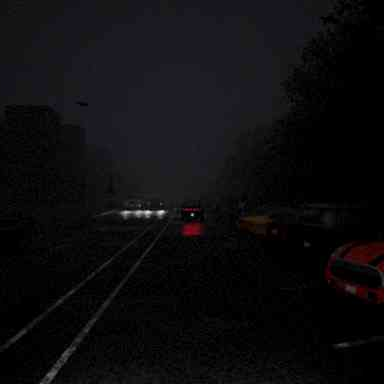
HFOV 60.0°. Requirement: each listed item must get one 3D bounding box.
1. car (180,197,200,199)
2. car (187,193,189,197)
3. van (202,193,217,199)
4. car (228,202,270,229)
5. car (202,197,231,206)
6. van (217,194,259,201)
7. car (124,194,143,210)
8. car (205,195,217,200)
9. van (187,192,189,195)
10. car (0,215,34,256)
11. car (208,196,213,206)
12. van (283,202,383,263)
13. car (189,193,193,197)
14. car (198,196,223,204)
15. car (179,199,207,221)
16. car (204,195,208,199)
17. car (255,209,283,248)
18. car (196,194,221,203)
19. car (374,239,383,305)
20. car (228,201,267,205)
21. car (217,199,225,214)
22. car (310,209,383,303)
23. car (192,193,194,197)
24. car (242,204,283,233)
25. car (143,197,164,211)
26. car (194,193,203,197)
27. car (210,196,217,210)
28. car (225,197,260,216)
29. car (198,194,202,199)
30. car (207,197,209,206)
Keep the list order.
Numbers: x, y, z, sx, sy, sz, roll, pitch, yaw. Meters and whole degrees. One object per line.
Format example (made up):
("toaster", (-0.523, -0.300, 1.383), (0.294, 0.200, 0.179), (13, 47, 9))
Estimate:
("car", (-0.350, 1.647, 42.407), (1.994, 1.385, 4.181), (0, 0, -2))
("car", (2.056, 1.524, 87.546), (5.008, 1.535, 2.097), (1, 0, -26))
("van", (4.422, 1.316, 51.938), (4.442, 1.987, 1.878), (1, 0, -23))
("car", (5.122, 1.561, 19.289), (5.366, 1.575, 1.946), (1, 0, -20))
("car", (4.233, 1.571, 57.920), (4.674, 1.452, 2.002), (1, 0, -23))
("van", (5.233, 1.353, 34.259), (4.442, 1.987, 1.878), (1, 0, -21))
("car", (-7.534, 1.306, 44.190), (2.150, 2.045, 5.566), (0, 0, -2))
("car", (4.749, 1.599, 46.067), (4.674, 1.452, 2.002), (0, 1, -22))
("van", (1.870, 1.304, 90.564), (4.442, 1.987, 1.878), (1, 0, -26))
("car", (-7.036, 1.545, 10.905), (2.128, 1.511, 4.902), (0, 0, 0))
("car", (5.146, 1.571, 40.221), (5.366, 1.575, 1.946), (1, 0, -22))
("van", (5.405, 1.314, 10.505), (4.442, 1.987, 1.878), (1, -1, -20))
("car", (2.573, 1.518, 81.632), (5.008, 1.535, 2.097), (1, 0, -25))
("car", (3.705, 1.559, 66.815), (4.674, 1.452, 2.002), (1, 0, -24))
("car", (-0.001, 1.592, 28.437), (1.837, 1.490, 4.892), (0, -1, -1))
("car", (4.652, 1.591, 49.020), (4.674, 1.452, 2.002), (1, 0, -23))
("car", (5.323, 1.579, 13.433), (4.792, 1.488, 2.163), (1, 0, -20))
("car", (3.471, 1.391, 69.773), (4.553, 1.767, 2.185), (1, 0, -24))
("car", (5.305, 1.511, 4.531), (5.008, 1.535, 2.097), (1, 0, -20))
("car", (5.291, 1.573, 22.326), (4.892, 1.521, 2.231), (1, 0, -20))
("car", (5.182, 1.619, 31.240), (4.674, 1.452, 2.002), (1, 0, -21))
("car", (5.327, 1.400, 7.506), (4.553, 1.767, 2.185), (1, 0, -20))
("car", (3.298, 1.517, 72.742), (4.892, 1.521, 2.231), (1, 0, -24))
("car", (5.474, 1.558, 16.448), (5.366, 1.575, 1.946), (1, 0, -20))
("car", (-4.691, 1.435, 42.856), (2.097, 1.767, 4.553), (0, 0, -2))
("car", (3.919, 1.271, 63.868), (5.566, 2.045, 2.435), (1, 0, -24))
("car", (5.047, 1.575, 37.184), (5.008, 1.535, 2.097), (1, 0, -22))
("car", (5.233, 1.450, 25.289), (4.553, 1.767, 2.185), (1, 0, -21))
("car", (4.214, 1.532, 54.880), (5.366, 1.575, 1.946), (1, 0, -23))
("car", (4.869, 1.606, 43.121), (4.674, 1.452, 2.002), (1, 0, -22))
